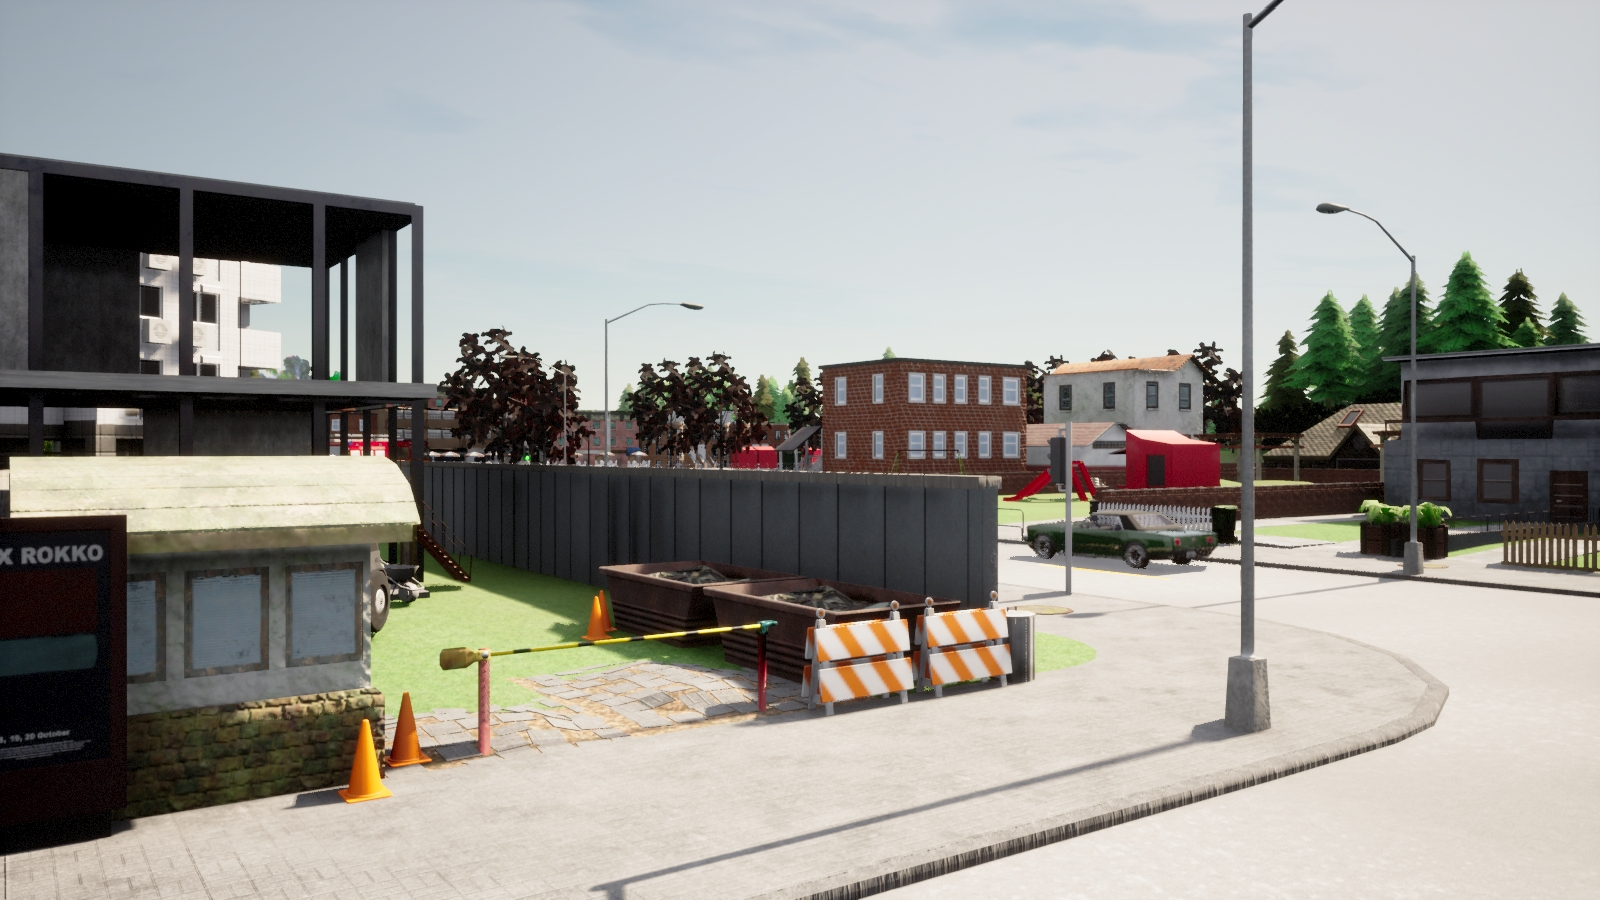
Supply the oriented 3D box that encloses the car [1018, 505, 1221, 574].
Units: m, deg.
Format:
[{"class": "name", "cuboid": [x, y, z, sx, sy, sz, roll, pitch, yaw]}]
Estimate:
[{"class": "car", "cuboid": [7.801, 2.146, 28.330, 1.895, 1.301, 4.718, 0, 0, -35]}]
